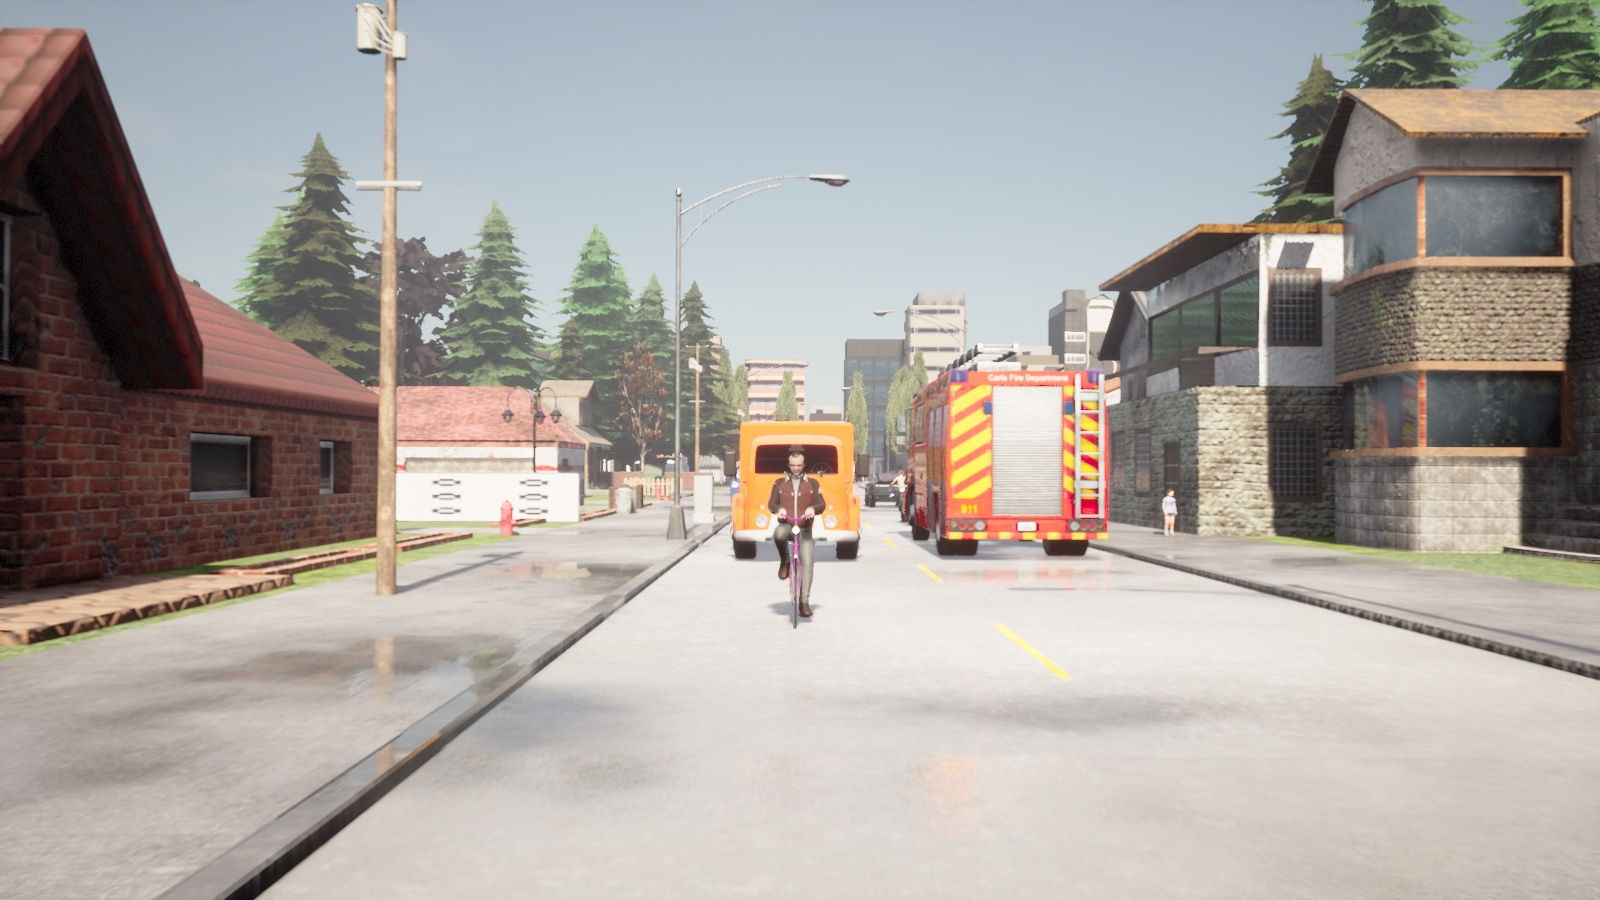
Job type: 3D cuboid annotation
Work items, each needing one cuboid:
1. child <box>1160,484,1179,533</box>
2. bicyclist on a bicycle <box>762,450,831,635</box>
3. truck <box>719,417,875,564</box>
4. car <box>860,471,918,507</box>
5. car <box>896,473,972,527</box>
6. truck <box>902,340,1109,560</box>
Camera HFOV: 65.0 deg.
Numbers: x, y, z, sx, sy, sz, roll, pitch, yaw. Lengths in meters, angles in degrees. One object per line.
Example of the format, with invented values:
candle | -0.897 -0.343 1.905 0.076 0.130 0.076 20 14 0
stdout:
child | 8.564 1.355 29.137 0.255 1.110 0.394 0 -1 -13
bicyclist on a bicycle | -0.034 0.902 12.996 0.659 1.776 1.843 0 -1 0
truck | -0.065 0.725 23.823 2.627 2.467 5.204 0 -1 0
car | 3.867 1.674 55.205 2.128 1.511 4.902 0 -1 -1
car | 3.903 1.429 37.053 1.845 1.501 3.633 0 -1 0
truck | 3.928 0.070 26.196 2.891 3.827 8.468 0 -1 0
